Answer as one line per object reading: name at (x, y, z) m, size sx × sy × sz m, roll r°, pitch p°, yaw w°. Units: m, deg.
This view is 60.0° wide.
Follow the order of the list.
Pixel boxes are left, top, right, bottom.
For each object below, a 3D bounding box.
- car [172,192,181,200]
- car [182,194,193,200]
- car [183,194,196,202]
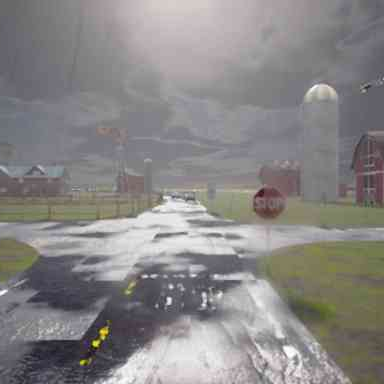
car at (-3.267, 0.745, 69.334) m, size 1.882 × 1.535 × 5.008 m, roll 0°, pitch 0°, yaw -2°
car at (-1.017, 1.134, 75.355) m, size 1.994 × 1.385 × 4.181 m, roll 0°, pitch 0°, yaw -6°
car at (-0.312, 1.169, 65.228) m, size 1.837 × 1.490 × 4.892 m, roll 0°, pitch 0°, yaw -2°
